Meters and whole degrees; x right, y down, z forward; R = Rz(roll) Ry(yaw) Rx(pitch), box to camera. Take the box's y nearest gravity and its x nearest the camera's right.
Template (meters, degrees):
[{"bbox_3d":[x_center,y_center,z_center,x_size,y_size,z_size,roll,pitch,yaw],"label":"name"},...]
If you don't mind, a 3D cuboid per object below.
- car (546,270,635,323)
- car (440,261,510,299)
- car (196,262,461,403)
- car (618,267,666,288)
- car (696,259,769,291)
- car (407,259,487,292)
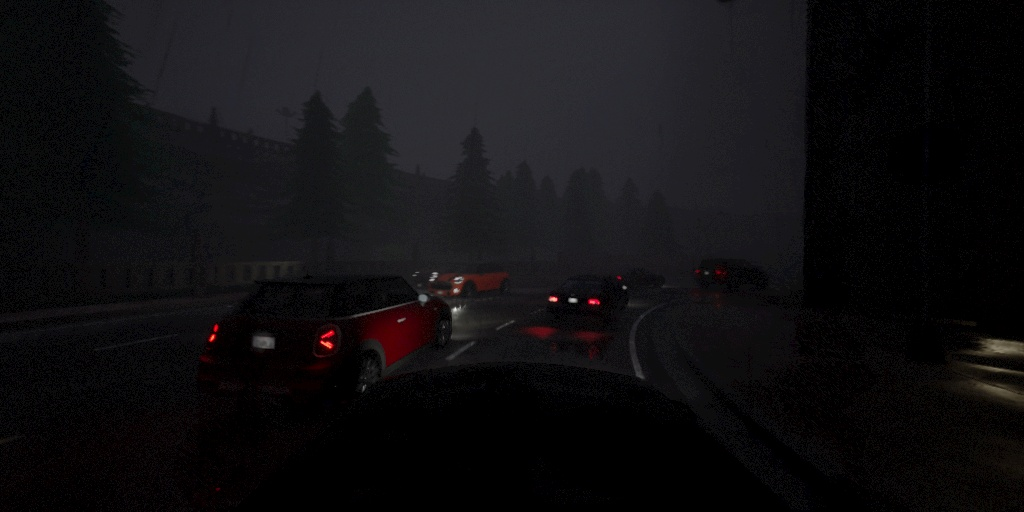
[{"bbox_3d":[2.844,1.355,12.659,2.033,1.411,5.357,1,0,25],"label":"car"},{"bbox_3d":[-2.019,1.091,18.033,2.097,1.767,4.553,1,0,33],"label":"car"},{"bbox_3d":[-2.663,1.066,6.415,2.097,1.767,4.553,1,0,9],"label":"car"},{"bbox_3d":[8.303,1.454,24.403,5.357,1.411,2.033,1,0,-37],"label":"car"},{"bbox_3d":[14.992,1.232,24.371,5.566,2.045,2.150,1,0,-27],"label":"car"},{"bbox_3d":[-3.788,1.068,21.632,2.097,1.767,4.553,1,0,36],"label":"car"}]
